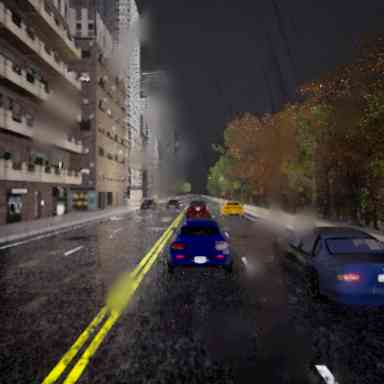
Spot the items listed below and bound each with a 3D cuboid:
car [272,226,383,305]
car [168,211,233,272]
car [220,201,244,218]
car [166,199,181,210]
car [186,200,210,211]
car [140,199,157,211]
[{"bbox_3d":[3.457,1.579,8.354,2.033,1.411,5.357,0,0,1],"label":"car"},{"bbox_3d":[0.246,1.578,10.818,1.812,1.442,4.674,0,0,1],"label":"car"},{"bbox_3d":[3.833,1.631,32.402,1.882,1.535,5.008,0,0,1],"label":"car"},{"bbox_3d":[-2.583,1.768,46.254,1.812,1.442,4.674,0,-1,1],"label":"car"},{"bbox_3d":[0.554,1.505,30.614,2.097,1.767,4.553,0,0,1],"label":"car"},{"bbox_3d":[-5.860,1.753,45.191,1.837,1.490,4.892,0,-1,1],"label":"car"}]
